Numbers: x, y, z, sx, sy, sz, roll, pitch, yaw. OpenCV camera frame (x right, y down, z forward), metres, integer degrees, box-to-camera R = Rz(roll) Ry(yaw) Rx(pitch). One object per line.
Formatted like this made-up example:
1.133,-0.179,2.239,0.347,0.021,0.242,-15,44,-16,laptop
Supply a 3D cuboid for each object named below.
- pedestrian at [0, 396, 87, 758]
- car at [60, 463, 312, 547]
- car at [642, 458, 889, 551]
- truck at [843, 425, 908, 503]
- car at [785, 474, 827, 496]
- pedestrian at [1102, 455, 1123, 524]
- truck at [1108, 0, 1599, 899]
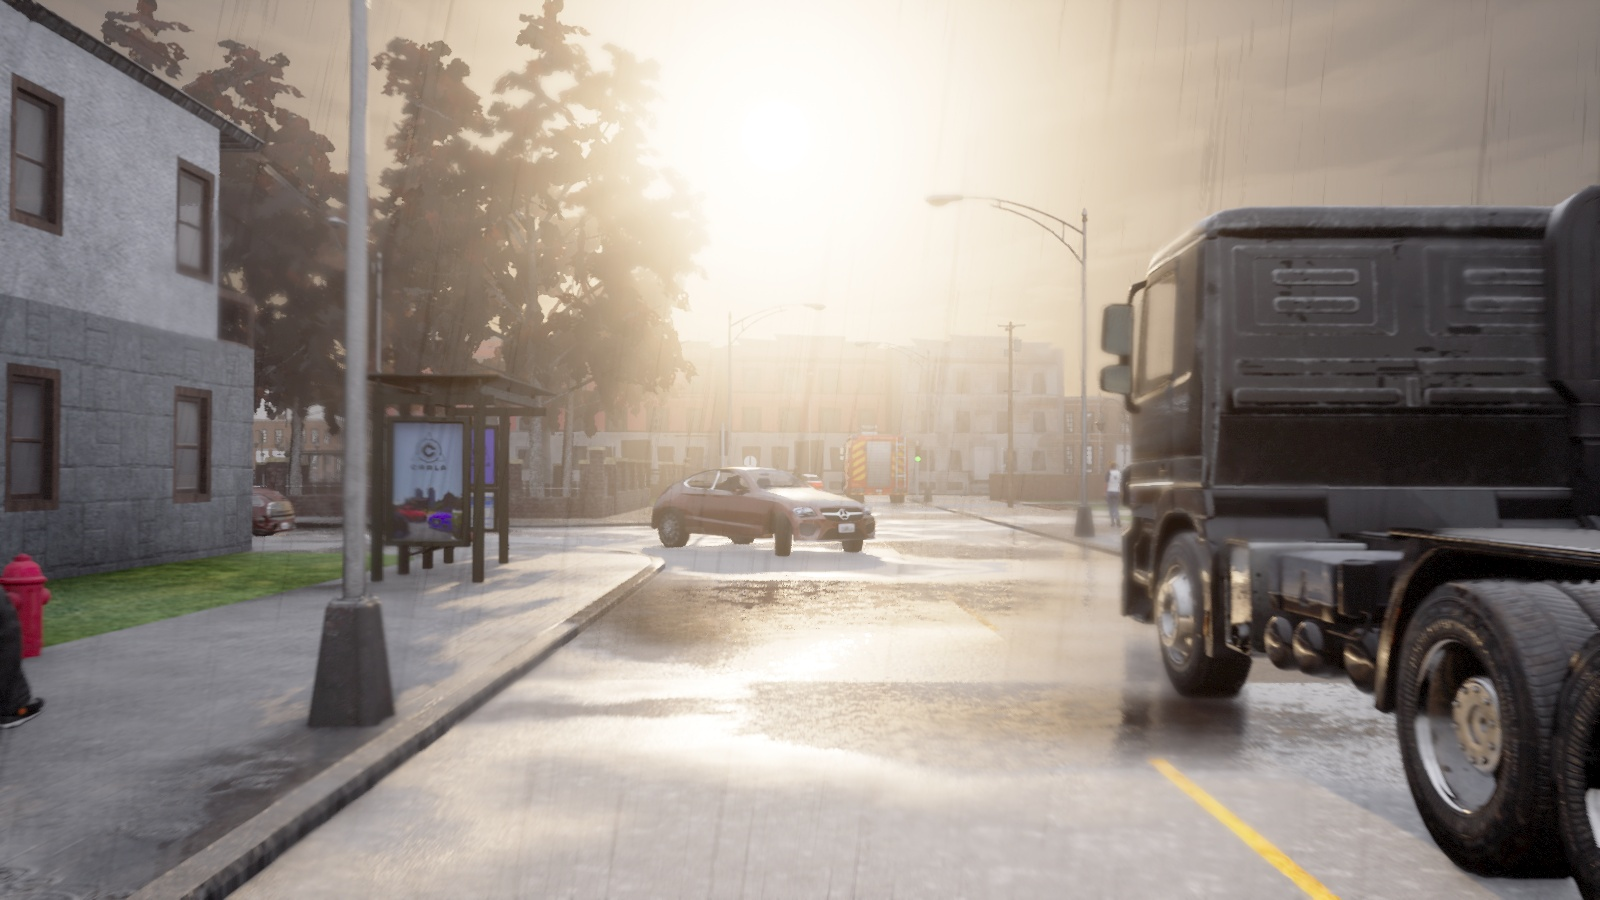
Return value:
-4.359,0.652,6.558,0.634,1.844,0.899,-1,-1,21,pedestrian
-13.553,1.195,27.937,4.553,1.767,2.097,0,-1,0,car
-0.799,1.013,24.913,2.152,1.651,5.027,1,-2,-42,car
3.850,0.739,65.962,2.891,3.827,8.468,0,-1,0,truck
0.390,2.183,78.580,2.207,1.376,1.481,-1,-2,45,car
8.420,1.055,33.833,0.354,1.836,0.706,0,-1,-2,pedestrian
3.968,-0.074,6.532,2.891,3.462,7.936,0,-1,1,truck
